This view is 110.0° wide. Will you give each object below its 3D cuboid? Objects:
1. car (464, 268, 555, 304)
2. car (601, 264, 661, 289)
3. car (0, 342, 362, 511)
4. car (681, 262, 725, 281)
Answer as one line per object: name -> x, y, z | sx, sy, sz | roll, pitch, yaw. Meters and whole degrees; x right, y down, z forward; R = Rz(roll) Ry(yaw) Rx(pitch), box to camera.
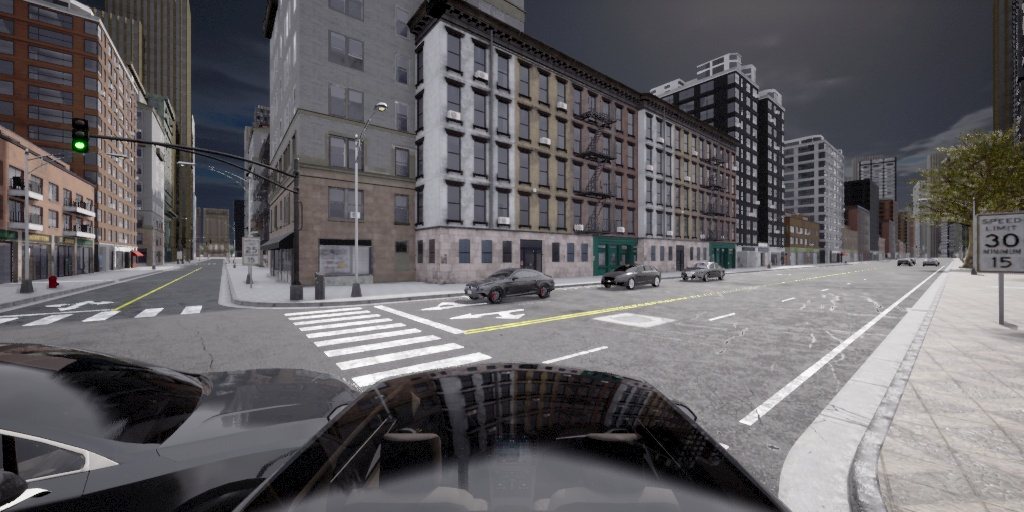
car -> 0.000, 1.287, 16.775 | 4.674, 1.442, 1.812 | 0, 0, -39
car -> 7.706, 1.259, 22.982 | 4.892, 1.490, 1.837 | 0, 0, -39
car -> -3.218, 1.257, 1.811 | 4.892, 1.490, 1.837 | 0, 0, -34
car -> 15.731, 1.236, 29.434 | 4.902, 1.511, 2.128 | 0, 0, -39
